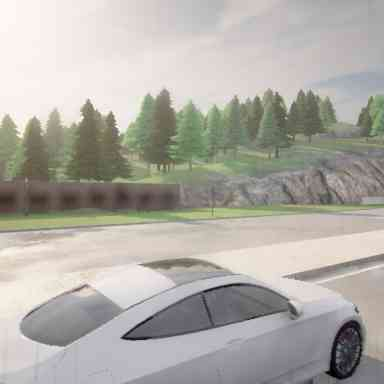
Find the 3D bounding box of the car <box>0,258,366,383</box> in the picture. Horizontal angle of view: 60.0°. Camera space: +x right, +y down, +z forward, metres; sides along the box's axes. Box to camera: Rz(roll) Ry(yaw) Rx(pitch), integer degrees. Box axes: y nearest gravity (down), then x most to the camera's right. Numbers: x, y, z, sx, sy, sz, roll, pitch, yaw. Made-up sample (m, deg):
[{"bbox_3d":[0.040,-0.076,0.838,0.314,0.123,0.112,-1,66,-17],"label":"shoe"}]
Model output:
[{"bbox_3d":[0.092,1.526,3.813,4.674,1.442,1.812,0,0,-36],"label":"car"}]
